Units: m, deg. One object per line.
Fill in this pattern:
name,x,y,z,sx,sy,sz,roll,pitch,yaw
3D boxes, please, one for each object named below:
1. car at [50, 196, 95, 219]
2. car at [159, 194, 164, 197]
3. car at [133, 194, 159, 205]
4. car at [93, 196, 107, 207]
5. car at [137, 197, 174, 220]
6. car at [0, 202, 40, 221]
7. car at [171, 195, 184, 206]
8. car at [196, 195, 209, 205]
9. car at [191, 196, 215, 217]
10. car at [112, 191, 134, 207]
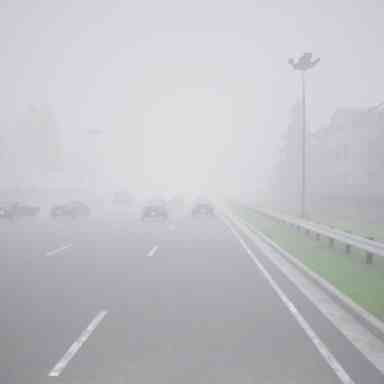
car,-9.626,1.306,26.535,1.812,1.442,4.674,0,0,2
car,-5.424,1.064,52.071,1.882,1.535,5.008,0,0,2
car,-5.737,1.190,42.073,1.812,1.442,4.674,0,0,2
car,-12.696,1.194,43.183,2.033,1.411,5.357,0,0,2
car,-2.658,1.323,25.485,1.812,1.442,4.674,0,0,2
car,-13.190,1.392,24.582,1.895,1.301,4.718,0,0,2
car,-2.073,1.131,45.897,2.128,1.511,4.902,0,1,2
car,1.662,1.200,51.532,1.895,1.301,4.718,0,0,2
car,0.929,1.307,28.142,1.812,1.442,4.674,0,0,2
car,-9.119,0.861,44.985,2.150,2.045,5.566,0,1,2
